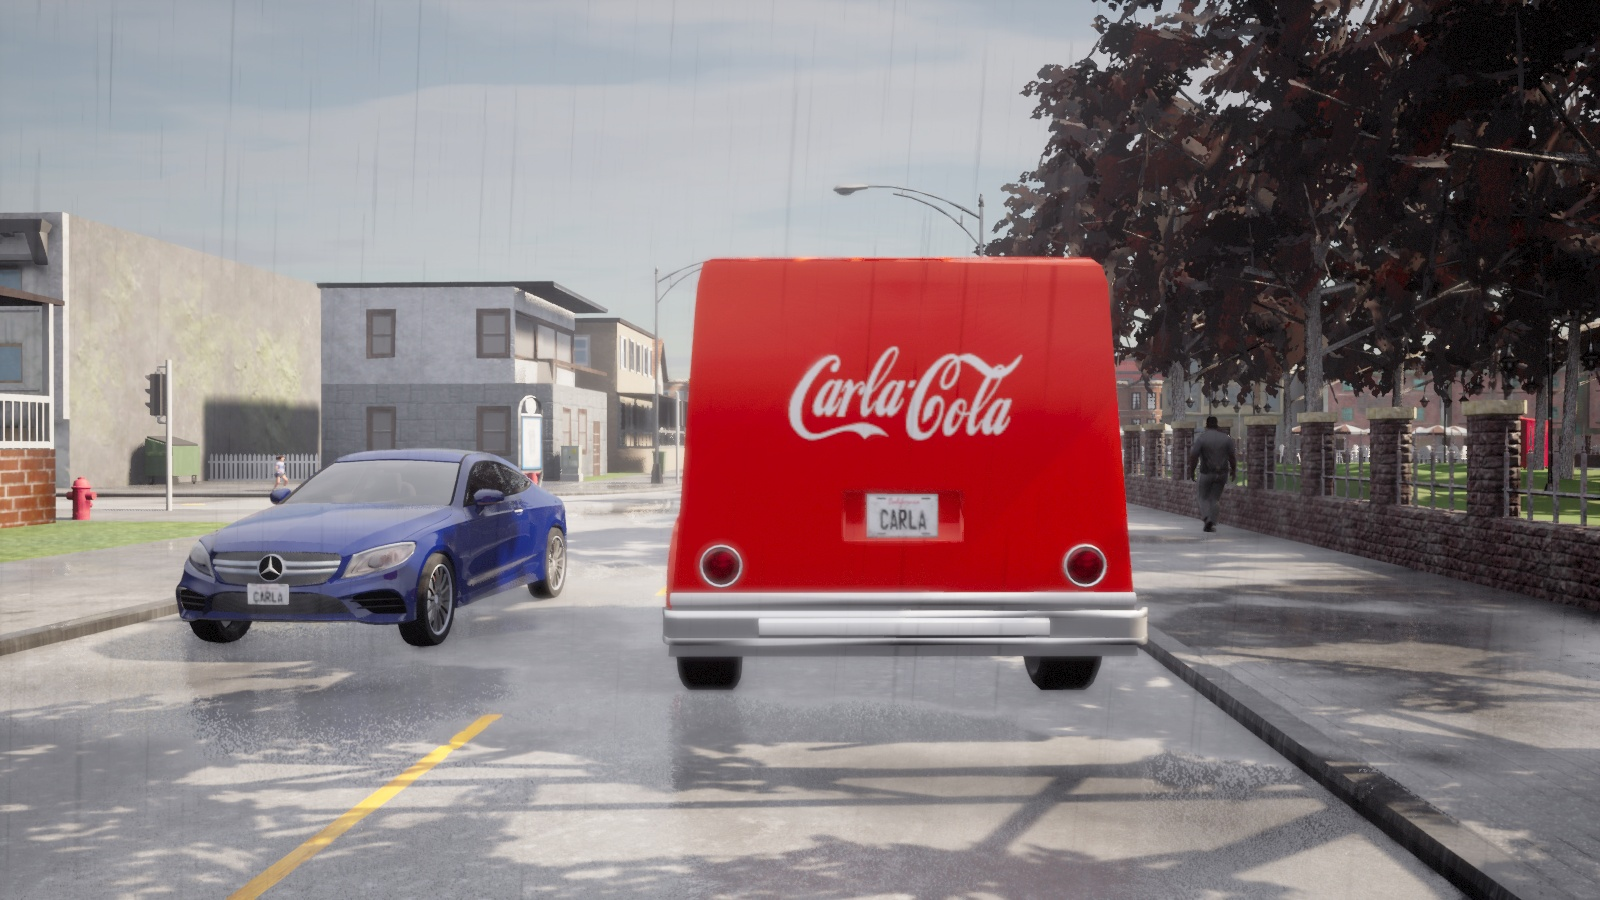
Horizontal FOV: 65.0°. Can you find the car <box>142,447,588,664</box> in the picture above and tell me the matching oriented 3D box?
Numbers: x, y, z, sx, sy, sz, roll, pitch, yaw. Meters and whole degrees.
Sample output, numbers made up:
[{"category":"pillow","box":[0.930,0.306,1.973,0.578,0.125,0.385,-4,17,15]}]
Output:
[{"category":"car","box":[-3.370,0.708,10.874,1.812,1.442,4.674,0,0,6]}]

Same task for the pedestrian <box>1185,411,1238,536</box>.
[{"category":"pedestrian","box":[6.318,0.352,19.299,0.563,1.883,0.849,0,0,3]}]

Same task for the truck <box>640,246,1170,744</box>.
[{"category":"truck","box":[0.519,0.210,8.828,2.627,2.467,5.204,0,0,0]}]

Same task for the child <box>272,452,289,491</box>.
[{"category":"child","box":[-15.034,0.619,36.342,0.394,1.110,0.255,0,0,20]}]
